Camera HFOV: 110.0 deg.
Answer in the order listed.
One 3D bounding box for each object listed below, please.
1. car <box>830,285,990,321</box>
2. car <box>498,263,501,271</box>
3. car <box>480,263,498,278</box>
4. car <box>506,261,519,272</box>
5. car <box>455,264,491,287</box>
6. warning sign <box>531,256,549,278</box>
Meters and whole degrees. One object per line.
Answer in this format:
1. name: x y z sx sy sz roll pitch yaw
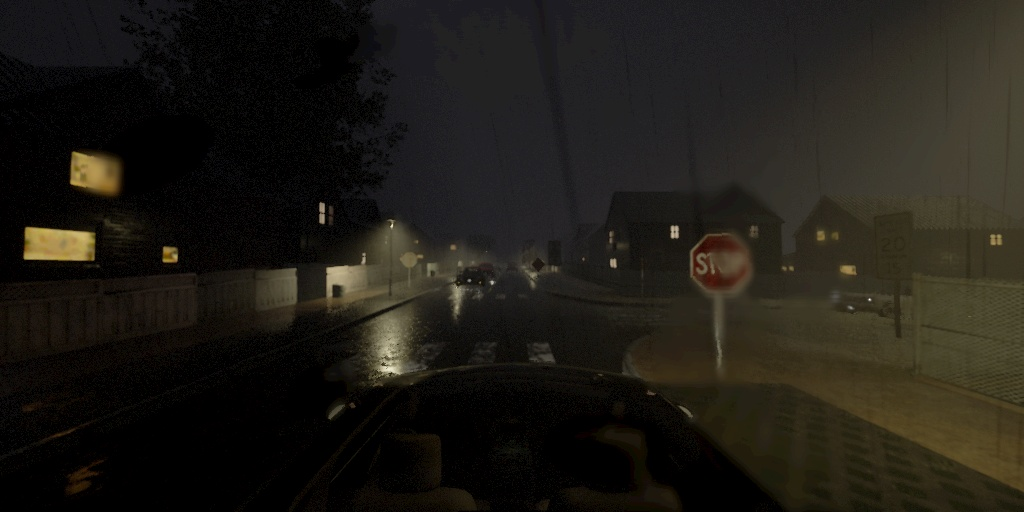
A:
1. car: 15.936 1.844 14.560 4.718 1.301 1.895 1 -2 0
2. car: -2.778 1.804 60.528 1.895 1.301 4.718 0 -1 0
3. car: -2.862 1.498 38.847 1.882 1.535 5.008 0 0 0
4. car: 0.031 1.719 56.880 2.033 1.411 5.357 0 -1 0
5. car: -2.858 1.485 25.983 1.994 1.385 4.181 0 0 0
6. warning sign: 2.505 1.094 33.632 1.300 1.860 1.060 0 0 0
